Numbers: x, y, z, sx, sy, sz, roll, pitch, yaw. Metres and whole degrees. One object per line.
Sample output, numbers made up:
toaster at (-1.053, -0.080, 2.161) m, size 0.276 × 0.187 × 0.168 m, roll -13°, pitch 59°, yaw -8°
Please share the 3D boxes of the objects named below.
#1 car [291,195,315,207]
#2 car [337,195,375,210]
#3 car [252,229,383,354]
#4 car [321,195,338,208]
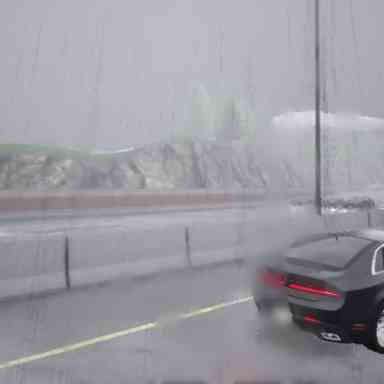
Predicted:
car at (14.862, 1.126, 43.047) m, size 2.033 × 1.411 × 5.357 m, roll 0°, pitch 1°, yaw 45°
car at (18.437, 1.135, 36.711) m, size 5.357 × 1.411 × 2.033 m, roll -1°, pitch 1°, yaw -45°
car at (3.244, 1.437, 6.056) m, size 4.892 × 1.490 × 1.837 m, roll -1°, pitch 1°, yaw -35°
car at (17.186, 1.100, 40.466) m, size 1.812 × 1.442 × 4.674 m, roll 0°, pitch 0°, yaw 45°
